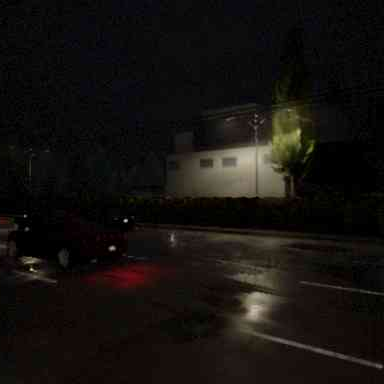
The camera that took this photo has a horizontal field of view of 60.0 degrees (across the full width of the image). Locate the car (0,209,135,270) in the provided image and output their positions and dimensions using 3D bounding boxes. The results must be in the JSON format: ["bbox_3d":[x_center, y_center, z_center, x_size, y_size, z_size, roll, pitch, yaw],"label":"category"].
[{"bbox_3d":[-4.403,1.553,11.421,5.008,1.535,1.882,0,0,36],"label":"car"}]

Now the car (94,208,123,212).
[{"bbox_3d":[-5.551,1.687,20.844,4.181,1.385,1.994,-1,0,36],"label":"car"}]

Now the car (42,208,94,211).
[{"bbox_3d":[-7.853,1.604,18.188,5.008,1.535,1.882,-1,0,36],"label":"car"}]
